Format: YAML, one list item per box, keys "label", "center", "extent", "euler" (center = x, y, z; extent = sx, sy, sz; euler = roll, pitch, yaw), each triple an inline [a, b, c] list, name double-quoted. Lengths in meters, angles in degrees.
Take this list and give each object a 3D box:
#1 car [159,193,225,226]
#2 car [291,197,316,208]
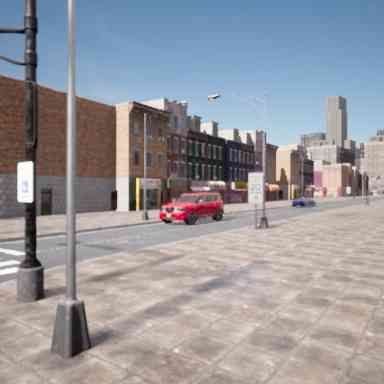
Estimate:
- label: "car"
  center: [0.156, 1.074, 22.811]
  extent: [2.150, 2.045, 5.566]
  euler: [0, 1, 35]
- label: "car"
  center: [14.332, 1.346, 42.593]
  extent: [1.895, 1.301, 4.718]
  euler: [0, 0, 36]
